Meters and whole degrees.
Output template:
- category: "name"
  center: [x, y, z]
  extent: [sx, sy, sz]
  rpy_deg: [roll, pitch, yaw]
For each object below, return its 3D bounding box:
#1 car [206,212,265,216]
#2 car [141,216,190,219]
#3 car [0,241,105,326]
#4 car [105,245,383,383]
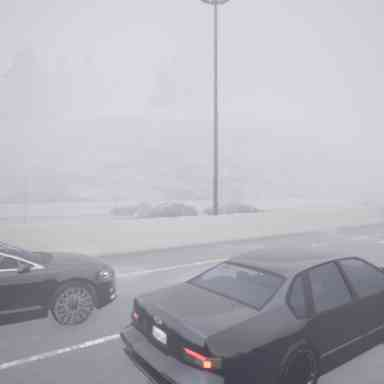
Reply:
- category: "car"
  center: [3.172, 1.597, 23.446]
  extent: [4.718, 1.301, 1.895]
  rpy_deg: [0, 0, -35]
- category: "car"
  center: [-1.876, 1.488, 24.144]
  extent: [4.902, 1.511, 2.128]
  rpy_deg: [0, 0, -35]
- category: "car"
  center: [-3.688, 1.491, 5.422]
  extent: [4.902, 1.511, 2.128]
  rpy_deg: [0, 0, -35]
- category: "car"
  center: [1.700, 1.546, 4.956]
  extent: [5.357, 1.411, 2.033]
  rpy_deg: [0, 0, -35]
